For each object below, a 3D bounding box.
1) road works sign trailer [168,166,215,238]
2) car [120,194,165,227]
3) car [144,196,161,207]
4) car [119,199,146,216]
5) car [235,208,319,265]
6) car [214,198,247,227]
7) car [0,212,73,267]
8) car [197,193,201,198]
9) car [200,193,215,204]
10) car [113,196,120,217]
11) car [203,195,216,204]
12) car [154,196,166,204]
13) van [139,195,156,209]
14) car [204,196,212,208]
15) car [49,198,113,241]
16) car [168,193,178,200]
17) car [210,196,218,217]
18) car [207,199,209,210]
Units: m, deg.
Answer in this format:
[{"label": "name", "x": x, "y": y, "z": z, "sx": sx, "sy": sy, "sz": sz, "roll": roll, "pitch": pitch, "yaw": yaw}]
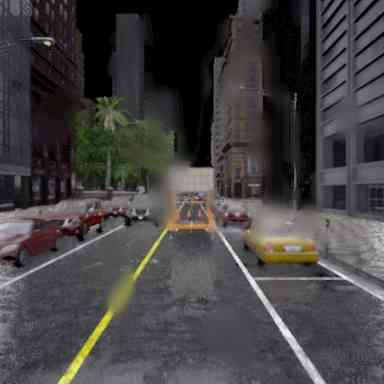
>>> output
[{"label": "road works sign trailer", "x": -0.006, "y": 0.430, "z": 17.335, "sx": 2.380, "sy": 3.560, "sz": 2.880, "roll": 0, "pitch": 0, "yaw": 0}, {"label": "car", "x": -3.106, "y": 1.178, "z": 22.891, "sx": 2.150, "sy": 2.045, "sz": 5.566, "roll": 0, "pitch": 0, "yaw": 0}, {"label": "car", "x": -5.782, "y": 1.357, "z": 49.202, "sx": 1.967, "sy": 1.590, "sz": 4.097, "roll": 0, "pitch": 0, "yaw": 0}, {"label": "car", "x": -5.777, "y": 1.486, "z": 32.923, "sx": 1.887, "sy": 1.381, "sz": 4.507, "roll": 0, "pitch": 0, "yaw": 0}, {"label": "car", "x": 2.756, "y": 1.502, "z": 11.384, "sx": 1.752, "sy": 1.417, "sz": 4.829, "roll": 0, "pitch": 0, "yaw": 0}, {"label": "car", "x": 2.751, "y": 1.398, "z": 22.063, "sx": 1.967, "sy": 1.590, "sz": 4.097, "roll": 0, "pitch": 0, "yaw": 0}, {"label": "car", "x": -5.769, "y": 1.559, "z": 11.220, "sx": 1.802, "sy": 1.307, "sz": 4.206, "roll": 0, "pitch": 0, "yaw": 0}, {"label": "car", "x": 2.732, "y": 1.413, "z": 86.476, "sx": 1.947, "sy": 1.339, "sz": 4.313, "roll": 0, "pitch": 0, "yaw": 0}, {"label": "car", "x": 2.742, "y": 1.232, "z": 49.189, "sx": 2.192, "sy": 1.841, "sz": 5.009, "roll": 0, "pitch": 0, "yaw": 0}, {"label": "car", "x": -5.776, "y": 1.264, "z": 27.497, "sx": 2.192, "sy": 1.841, "sz": 5.009, "roll": 0, "pitch": 0, "yaw": 0}, {"label": "car", "x": 2.745, "y": 1.451, "z": 43.934, "sx": 1.752, "sy": 1.417, "sz": 4.829, "roll": 0, "pitch": 0, "yaw": 0}, {"label": "car", "x": -5.785, "y": 1.481, "z": 60.055, "sx": 1.802, "sy": 1.307, "sz": 4.206, "roll": 0, "pitch": 0, "yaw": 0}, {"label": "van", "x": -5.781, "y": 1.267, "z": 43.776, "sx": 1.690, "sy": 1.788, "sz": 3.998, "roll": 0, "pitch": 0, "yaw": 0}, {"label": "car", "x": 2.747, "y": 1.484, "z": 38.338, "sx": 2.008, "sy": 1.369, "sz": 4.403, "roll": 0, "pitch": 0, "yaw": 0}, {"label": "car", "x": -5.772, "y": 1.282, "z": 16.645, "sx": 2.192, "sy": 1.841, "sz": 5.009, "roll": 0, "pitch": 0, "yaw": 0}, {"label": "car", "x": -5.795, "y": 1.386, "z": 91.914, "sx": 2.008, "sy": 1.369, "sz": 4.403, "roll": 0, "pitch": 0, "yaw": 0}, {"label": "car", "x": 2.750, "y": 1.390, "z": 27.489, "sx": 1.967, "sy": 1.590, "sz": 4.097, "roll": 0, "pitch": 0, "yaw": 0}, {"label": "car", "x": 2.747, "y": 1.486, "z": 32.914, "sx": 1.887, "sy": 1.381, "sz": 4.507, "roll": 0, "pitch": 0, "yaw": 0}]
